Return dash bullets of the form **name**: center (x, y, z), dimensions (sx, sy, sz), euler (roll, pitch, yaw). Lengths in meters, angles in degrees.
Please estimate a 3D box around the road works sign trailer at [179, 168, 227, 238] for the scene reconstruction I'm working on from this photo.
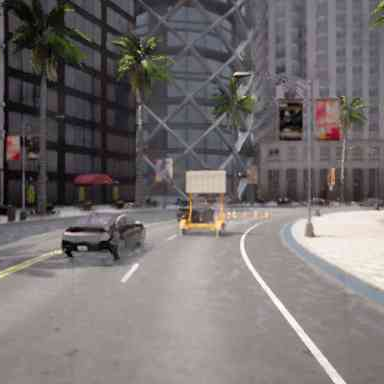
- **road works sign trailer**: center (0.822, 0.508, 18.402), dimensions (2.380, 3.560, 2.880), euler (0, 0, 20)

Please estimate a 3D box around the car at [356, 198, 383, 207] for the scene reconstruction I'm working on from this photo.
- **car**: center (28.047, 1.688, 52.040), dimensions (4.181, 1.385, 1.994), euler (0, 0, -6)

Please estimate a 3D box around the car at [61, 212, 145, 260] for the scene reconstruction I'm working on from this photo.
- **car**: center (-3.123, 1.522, 12.640), dimensions (2.128, 1.511, 4.902), euler (0, 0, 6)

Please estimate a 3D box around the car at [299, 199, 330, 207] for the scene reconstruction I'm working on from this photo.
- **car**: center (19.772, 1.728, 53.849), dimensions (4.718, 1.301, 1.895), euler (0, 0, -17)

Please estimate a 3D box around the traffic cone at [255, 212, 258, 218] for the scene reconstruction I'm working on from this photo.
- **traffic cone**: center (5.849, 2.027, 30.398), dimensions (0.340, 0.580, 0.340), euler (0, 0, 20)

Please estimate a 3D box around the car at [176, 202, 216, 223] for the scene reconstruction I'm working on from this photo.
- **car**: center (0.422, 1.569, 26.538), dimensions (1.837, 1.490, 4.892), euler (0, 0, 24)

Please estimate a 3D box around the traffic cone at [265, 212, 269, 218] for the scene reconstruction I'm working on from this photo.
- **traffic cone**: center (6.785, 2.027, 30.048), dimensions (0.340, 0.580, 0.340), euler (0, 0, 20)
